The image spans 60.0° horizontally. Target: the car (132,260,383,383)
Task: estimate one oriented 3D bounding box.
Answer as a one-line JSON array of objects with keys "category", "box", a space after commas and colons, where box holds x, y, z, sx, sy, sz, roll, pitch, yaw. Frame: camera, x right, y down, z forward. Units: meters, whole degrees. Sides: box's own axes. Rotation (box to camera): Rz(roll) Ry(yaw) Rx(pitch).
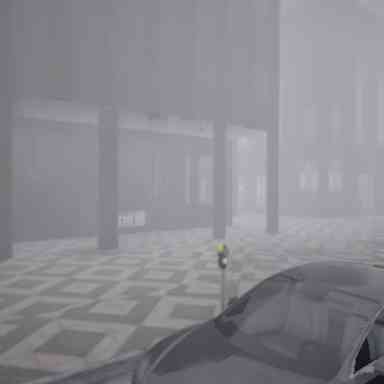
[{"category": "car", "box": [1.500, 1.541, 3.565, 4.313, 1.339, 1.947, 0, 0, -35]}]
